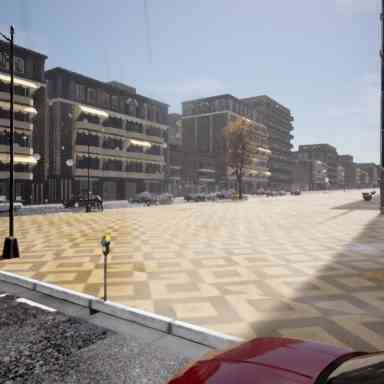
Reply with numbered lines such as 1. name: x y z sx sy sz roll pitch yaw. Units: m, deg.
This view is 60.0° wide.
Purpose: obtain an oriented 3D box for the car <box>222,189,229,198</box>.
1. car: 6.620 0.680 62.655 2.033 1.411 5.357 1 1 35

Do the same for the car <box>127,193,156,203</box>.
1. car: -7.841 0.922 51.751 1.947 1.339 4.313 2 2 35

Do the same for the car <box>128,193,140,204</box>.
1. car: -7.123 0.907 48.236 2.128 1.511 4.902 1 1 35

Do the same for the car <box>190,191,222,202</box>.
1. car: 2.218 0.885 51.557 2.008 1.369 4.403 2 2 35

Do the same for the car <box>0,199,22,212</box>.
1. car: -18.795 1.338 31.411 1.895 1.301 4.718 1 1 35

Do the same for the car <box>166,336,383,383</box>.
1. car: 1.758 1.545 1.611 4.507 1.381 1.887 0 0 36

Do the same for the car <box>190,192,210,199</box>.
1. car: 1.672 0.662 65.485 1.947 1.339 4.313 2 2 35

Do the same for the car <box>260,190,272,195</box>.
1. car: 20.698 0.127 92.952 1.887 1.381 4.507 2 2 35

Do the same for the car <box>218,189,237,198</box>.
1. car: 8.017 0.239 74.635 2.192 1.841 5.009 2 2 35

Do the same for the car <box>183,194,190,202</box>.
1. car: 0.761 0.842 54.104 2.033 1.411 5.357 1 1 35

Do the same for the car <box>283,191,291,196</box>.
1. car: 21.245 0.369 79.024 2.008 1.369 4.403 2 2 35

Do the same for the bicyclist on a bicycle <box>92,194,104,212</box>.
1. bicyclist on a bicycle: -8.692 1.025 30.645 1.656 1.620 0.582 0 1 35

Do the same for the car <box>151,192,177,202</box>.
1. car: -4.670 0.820 56.329 2.008 1.369 4.403 2 2 35

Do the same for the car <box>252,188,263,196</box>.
1. car: 17.529 -0.017 88.368 2.192 1.841 5.009 2 2 35

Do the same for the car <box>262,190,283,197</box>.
1. car: 18.074 0.455 74.447 2.008 1.369 4.403 2 2 35

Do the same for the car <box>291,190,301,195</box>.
1. car: 27.587 0.088 88.177 1.967 1.590 4.097 2 2 35

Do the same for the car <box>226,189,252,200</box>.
1. car: 8.658 0.684 60.852 1.752 1.417 4.829 2 2 35

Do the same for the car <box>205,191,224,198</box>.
1. car: 4.746 0.538 69.922 1.752 1.417 4.829 2 2 35

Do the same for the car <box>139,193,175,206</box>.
1. car: -4.124 1.059 42.400 2.008 1.369 4.403 2 2 35

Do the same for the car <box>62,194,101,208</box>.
1. car: -13.065 1.083 39.677 1.837 1.490 4.892 1 1 35
